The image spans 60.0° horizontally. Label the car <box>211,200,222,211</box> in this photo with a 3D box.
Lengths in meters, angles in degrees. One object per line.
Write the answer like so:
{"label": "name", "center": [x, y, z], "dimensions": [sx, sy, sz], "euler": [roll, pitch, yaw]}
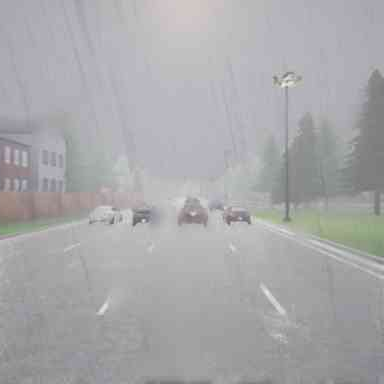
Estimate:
{"label": "car", "center": [3.573, 1.916, 49.351], "dimensions": [2.097, 1.767, 4.553], "euler": [0, -1, 0]}

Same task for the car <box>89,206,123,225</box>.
{"label": "car", "center": [-6.914, 1.834, 26.922], "dimensions": [1.812, 1.442, 4.674], "euler": [0, -1, 0]}

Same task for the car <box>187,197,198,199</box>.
{"label": "car", "center": [0.061, 1.762, 47.158], "dimensions": [2.150, 2.045, 5.566], "euler": [0, -1, 0]}

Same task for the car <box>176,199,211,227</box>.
{"label": "car", "center": [0.094, 1.644, 25.433], "dimensions": [2.097, 1.767, 4.553], "euler": [0, -1, 0]}

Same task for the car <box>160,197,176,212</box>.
{"label": "car", "center": [-3.438, 1.762, 47.229], "dimensions": [2.150, 2.045, 5.566], "euler": [0, -1, 0]}

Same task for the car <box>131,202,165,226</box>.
{"label": "car", "center": [-3.407, 1.801, 25.855], "dimensions": [1.837, 1.490, 4.892], "euler": [0, -1, 0]}

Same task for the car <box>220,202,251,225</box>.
{"label": "car", "center": [3.586, 1.836, 27.026], "dimensions": [1.812, 1.442, 4.674], "euler": [0, -1, 0]}
